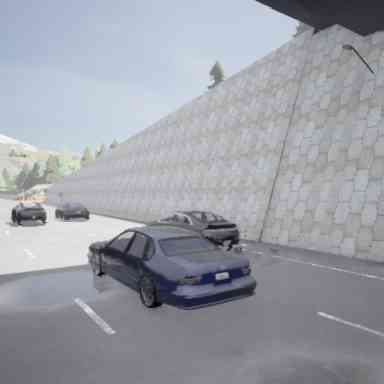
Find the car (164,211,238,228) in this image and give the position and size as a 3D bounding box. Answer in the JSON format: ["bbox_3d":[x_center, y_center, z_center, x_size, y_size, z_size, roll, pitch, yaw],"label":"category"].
[{"bbox_3d":[-0.183,1.491,13.203,2.128,1.511,4.902,0,0,-34],"label":"car"}]

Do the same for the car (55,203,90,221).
[{"bbox_3d":[-9.999,1.563,27.646,1.994,1.385,4.181,0,0,-34],"label":"car"}]

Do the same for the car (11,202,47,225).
[{"bbox_3d":[-11.975,1.491,24.325,2.128,1.511,4.902,0,0,-34],"label":"car"}]

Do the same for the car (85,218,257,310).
[{"bbox_3d":[-0.878,1.547,8.005,2.033,1.411,5.357,0,0,-34],"label":"car"}]
